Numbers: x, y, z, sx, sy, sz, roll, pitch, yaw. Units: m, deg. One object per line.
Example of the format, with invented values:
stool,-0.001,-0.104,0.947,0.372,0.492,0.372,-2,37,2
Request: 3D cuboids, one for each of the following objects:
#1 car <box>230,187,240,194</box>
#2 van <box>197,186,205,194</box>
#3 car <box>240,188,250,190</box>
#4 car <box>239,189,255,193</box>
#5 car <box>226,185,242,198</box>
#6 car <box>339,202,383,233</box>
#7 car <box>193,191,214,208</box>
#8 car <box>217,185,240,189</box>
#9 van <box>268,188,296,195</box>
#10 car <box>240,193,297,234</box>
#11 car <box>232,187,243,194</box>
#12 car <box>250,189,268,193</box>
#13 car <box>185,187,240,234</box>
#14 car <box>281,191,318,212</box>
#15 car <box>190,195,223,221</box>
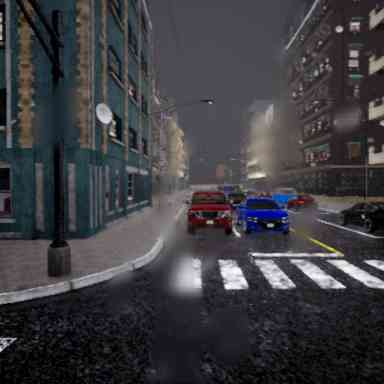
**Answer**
car,9.867,-0.405,77.022,1.887,1.381,4.507,0,1,1
van,1.880,-0.467,71.621,1.690,1.788,3.998,0,1,1
car,9.432,0.149,54.825,2.008,1.369,4.403,0,1,1
car,3.460,0.802,26.392,1.837,1.490,4.892,0,1,1
car,6.981,-0.201,55.781,2.150,2.045,5.566,0,1,1
car,8.671,1.110,15.980,1.947,1.339,4.313,0,1,1
car,1.118,0.689,32.782,1.887,1.381,4.507,0,1,1
car,3.677,0.262,36.966,2.150,2.045,5.566,0,1,2
van,8.997,0.482,32.623,1.690,1.788,3.998,0,1,1
car,3.252,1.026,16.026,1.882,1.535,5.008,0,1,1
car,9.758,-0.267,71.473,1.887,1.381,4.507,0,1,1
car,9.215,0.310,43.723,1.967,1.590,4.097,0,1,1
car,0.792,0.864,16.128,2.192,1.841,5.009,0,1,1
car,8.888,0.858,27.079,1.802,1.307,4.206,0,1,1
car,0.900,0.959,21.683,1.887,1.381,4.507,0,1,1
